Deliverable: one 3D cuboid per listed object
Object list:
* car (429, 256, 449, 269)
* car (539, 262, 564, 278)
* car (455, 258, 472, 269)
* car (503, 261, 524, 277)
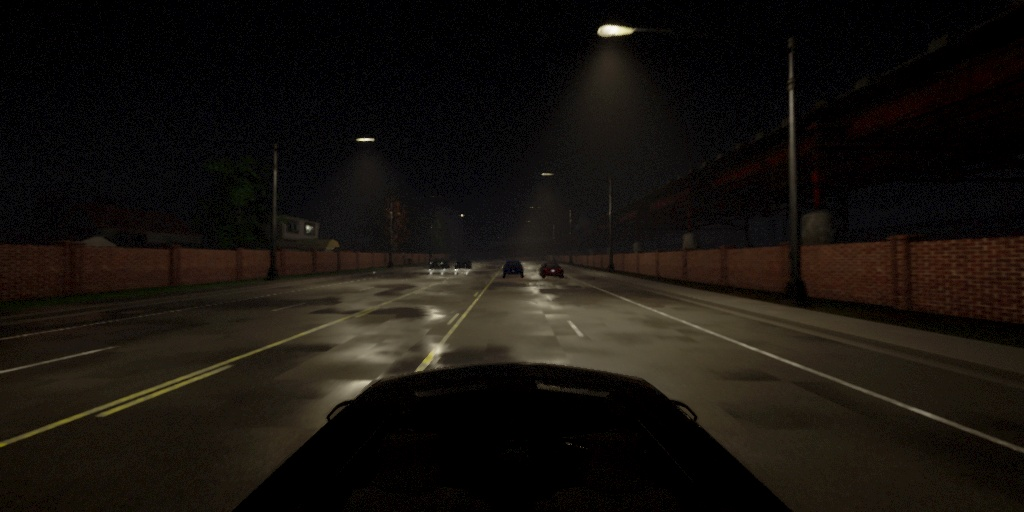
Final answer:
[{"bbox_3d":[-10.496,0.976,51.910,2.097,1.767,4.553,0,0,1],"label":"car"},{"bbox_3d":[3.616,1.274,33.513,1.994,1.385,4.181,0,0,0],"label":"car"},{"bbox_3d":[-7.000,1.106,52.050,1.882,1.535,5.008,0,0,1],"label":"car"},{"bbox_3d":[0.119,1.179,34.517,1.882,1.535,5.008,0,0,0],"label":"car"}]
